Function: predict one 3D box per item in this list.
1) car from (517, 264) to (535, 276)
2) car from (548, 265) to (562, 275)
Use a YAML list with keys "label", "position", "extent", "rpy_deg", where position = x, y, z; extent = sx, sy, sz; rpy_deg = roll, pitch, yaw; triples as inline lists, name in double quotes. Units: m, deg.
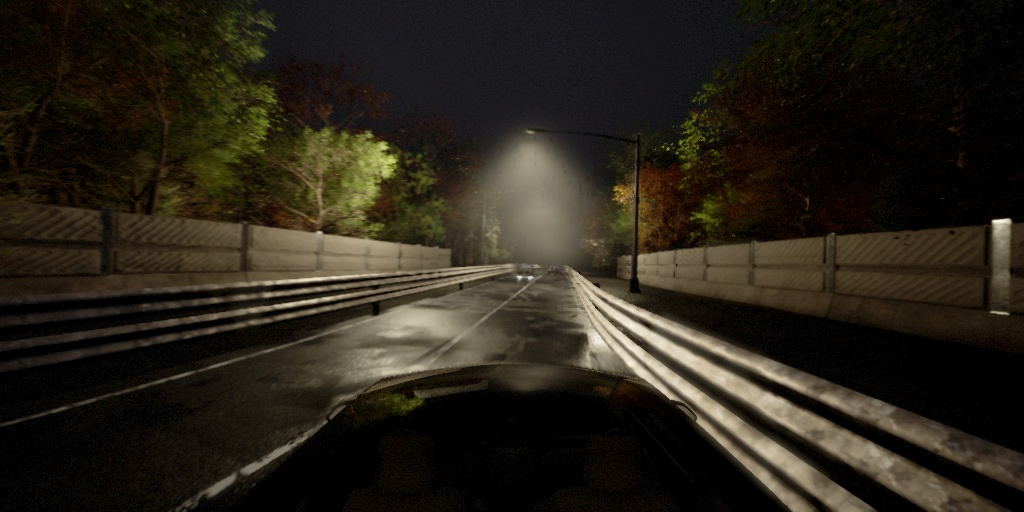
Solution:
- label: "car"
  position: [1.786, 1.711, 44.080]
  extent: [2.033, 1.411, 5.357]
  rpy_deg: [2, -1, 8]
- label: "car"
  position: [5.943, 1.921, 50.028]
  extent: [2.033, 1.411, 5.357]
  rpy_deg: [2, -1, 8]
